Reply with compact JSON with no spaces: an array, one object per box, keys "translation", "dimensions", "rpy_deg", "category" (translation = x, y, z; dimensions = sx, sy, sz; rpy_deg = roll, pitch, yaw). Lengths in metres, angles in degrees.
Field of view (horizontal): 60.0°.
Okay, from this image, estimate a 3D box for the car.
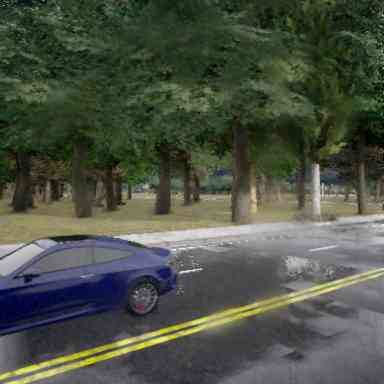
[{"translation":[-2.426,1.537,5.946],"dimensions":[4.674,1.442,1.812],"rpy_deg":[0,0,-36],"category":"car"}]
